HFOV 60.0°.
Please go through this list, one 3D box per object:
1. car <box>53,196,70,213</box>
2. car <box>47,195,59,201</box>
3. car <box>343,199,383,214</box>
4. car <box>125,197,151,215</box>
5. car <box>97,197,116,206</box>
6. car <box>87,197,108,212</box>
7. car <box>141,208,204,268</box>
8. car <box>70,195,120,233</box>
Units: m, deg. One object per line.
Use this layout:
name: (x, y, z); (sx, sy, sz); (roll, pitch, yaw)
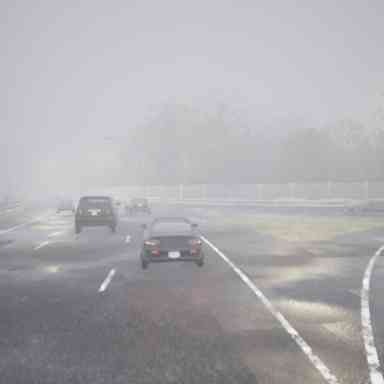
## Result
car: (-13.794, 1.516, 36.388); (2.033, 1.411, 5.357); (0, 0, -21)
car: (-32.483, 1.442, 78.581); (1.837, 1.490, 4.892); (0, 0, -44)
car: (17.564, 1.420, 32.010); (5.357, 1.411, 2.033); (0, 0, 10)
car: (-5.545, 1.299, 33.563); (2.097, 1.767, 4.553); (0, 0, -18)
car: (-13.637, 1.534, 52.874); (1.895, 1.301, 4.718); (0, 0, -28)
car: (-11.351, 1.431, 39.681); (1.882, 1.535, 5.008); (0, 0, -21)
car: (-0.738, 1.504, 11.193); (1.812, 1.442, 4.674); (0, 0, -7)
car: (-5.554, 1.198, 19.798); (2.150, 2.045, 5.566); (0, 0, -11)
